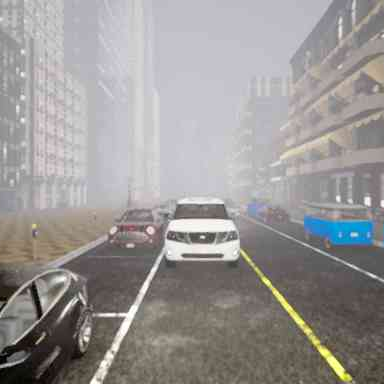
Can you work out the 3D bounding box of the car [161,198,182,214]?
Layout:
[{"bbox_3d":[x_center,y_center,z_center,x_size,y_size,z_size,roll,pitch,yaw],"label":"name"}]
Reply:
[{"bbox_3d":[-2.198,1.529,36.460,1.967,1.590,4.097,0,0,0],"label":"car"}]

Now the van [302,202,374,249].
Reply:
[{"bbox_3d":[6.097,1.373,14.336,1.690,1.788,3.998,0,0,0],"label":"van"}]

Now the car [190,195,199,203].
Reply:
[{"bbox_3d":[0.657,1.577,78.361,2.097,1.767,4.553,0,0,0],"label":"car"}]

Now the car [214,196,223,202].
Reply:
[{"bbox_3d":[6.352,1.779,80.609,1.887,1.381,4.507,0,0,0],"label":"car"}]

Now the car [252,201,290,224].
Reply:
[{"bbox_3d":[6.140,1.605,25.380,1.887,1.381,4.507,0,0,0],"label":"car"}]

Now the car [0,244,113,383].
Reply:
[{"bbox_3d":[-2.326,1.573,3.322,1.947,1.339,4.313,0,0,0],"label":"car"}]

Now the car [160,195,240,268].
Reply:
[{"bbox_3d":[0.300,1.249,11.734,2.150,2.045,5.566,0,0,0],"label":"car"}]

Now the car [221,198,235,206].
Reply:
[{"bbox_3d":[6.268,1.722,58.518,1.947,1.339,4.313,0,0,0],"label":"car"}]

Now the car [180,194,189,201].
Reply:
[{"bbox_3d":[-1.987,1.591,91.688,2.192,1.841,5.009,0,0,0],"label":"car"}]

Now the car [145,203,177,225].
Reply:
[{"bbox_3d":[-2.241,1.610,25.413,2.008,1.369,4.403,0,0,0],"label":"car"}]

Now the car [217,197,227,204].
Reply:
[{"bbox_3d":[6.310,1.720,69.733,1.752,1.417,4.829,0,0,0],"label":"car"}]

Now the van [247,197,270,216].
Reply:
[{"bbox_3d":[6.161,1.416,30.903,1.690,1.788,3.998,0,0,0],"label":"van"}]

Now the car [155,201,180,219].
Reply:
[{"bbox_3d":[-2.219,1.625,30.936,2.008,1.369,4.403,0,0,0],"label":"car"}]

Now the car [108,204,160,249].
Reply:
[{"bbox_3d":[-2.283,1.471,14.369,1.967,1.590,4.097,0,0,0],"label":"car"}]

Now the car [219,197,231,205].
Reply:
[{"bbox_3d":[6.290,1.700,64.210,1.752,1.417,4.829,0,0,0],"label":"car"}]

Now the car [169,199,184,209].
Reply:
[{"bbox_3d":[-2.155,1.686,47.505,1.947,1.339,4.313,0,0,0],"label":"car"}]
